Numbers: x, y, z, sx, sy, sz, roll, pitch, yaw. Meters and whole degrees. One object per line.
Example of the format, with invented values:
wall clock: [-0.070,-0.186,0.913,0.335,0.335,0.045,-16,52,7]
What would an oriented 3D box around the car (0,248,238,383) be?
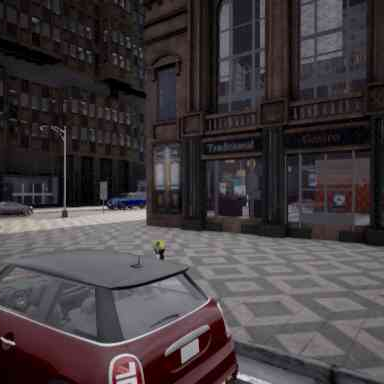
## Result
car: [-1.596,1.440,4.098,4.097,1.590,1.967,0,0,35]

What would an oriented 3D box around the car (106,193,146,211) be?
car: [-7.955,1.150,40.953,2.150,2.045,5.566,0,1,35]

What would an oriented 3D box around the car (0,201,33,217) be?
car: [-16.268,1.527,29.189,1.994,1.385,4.181,0,0,35]
